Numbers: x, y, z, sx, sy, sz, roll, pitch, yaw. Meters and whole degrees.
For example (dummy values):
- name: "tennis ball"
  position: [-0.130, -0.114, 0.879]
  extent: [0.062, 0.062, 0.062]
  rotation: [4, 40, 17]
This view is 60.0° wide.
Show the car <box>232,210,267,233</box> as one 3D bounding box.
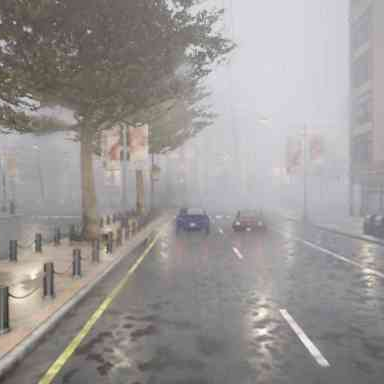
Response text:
- name: "car"
  position: [3.639, 1.739, 20.563]
  extent: [1.895, 1.301, 4.718]
  rotation: [0, 1, 13]

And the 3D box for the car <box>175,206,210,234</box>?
- name: "car"
  position: [0.038, 1.572, 19.935]
  extent: [1.882, 1.535, 5.008]
  rotation: [0, 0, 0]
